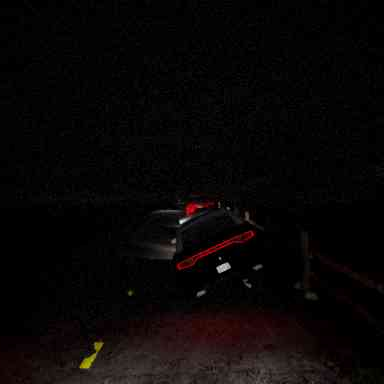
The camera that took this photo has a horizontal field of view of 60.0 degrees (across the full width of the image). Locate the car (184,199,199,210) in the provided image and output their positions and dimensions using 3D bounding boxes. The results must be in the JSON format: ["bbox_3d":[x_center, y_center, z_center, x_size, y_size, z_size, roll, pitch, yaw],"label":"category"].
[{"bbox_3d":[-0.055,1.731,46.487,2.033,1.411,5.357,0,0,0],"label":"car"}]

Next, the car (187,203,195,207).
[{"bbox_3d":[0.799,1.569,18.552,1.812,1.442,4.674,0,0,0],"label":"car"}]

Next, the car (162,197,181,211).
[{"bbox_3d":[-2.915,1.716,44.474,2.033,1.411,5.357,0,0,0],"label":"car"}]

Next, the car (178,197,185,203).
[{"bbox_3d":[-2.887,2.237,93.103,1.837,1.490,4.892,0,-1,0],"label":"car"}]

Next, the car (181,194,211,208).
[{"bbox_3d":[0.687,1.239,24.495,2.150,2.045,5.566,-3,-2,3],"label":"car"}]

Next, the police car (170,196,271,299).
[{"bbox_3d":[0.488,1.210,8.672,1.930,1.638,5.238,-25,0,0],"label":"police car"}]
